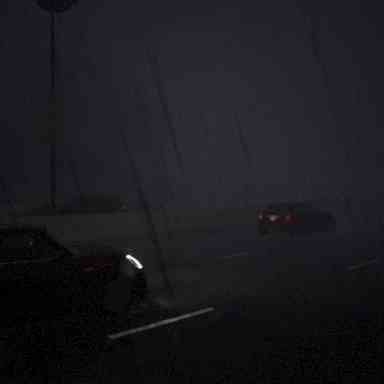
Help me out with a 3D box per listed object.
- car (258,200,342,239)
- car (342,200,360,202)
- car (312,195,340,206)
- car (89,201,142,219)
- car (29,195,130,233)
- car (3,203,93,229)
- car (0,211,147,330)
[{"bbox_3d":[5.464,1.291,17.146,4.553,1.767,2.097,0,0,-40],"label":"car"},{"bbox_3d":[23.159,1.139,47.759,4.553,1.767,2.097,0,0,-43],"label":"car"},{"bbox_3d":[19.958,1.277,49.563,5.008,1.535,1.882,0,0,-43],"label":"car"},{"bbox_3d":[-6.867,1.540,29.864,4.181,1.385,1.994,0,0,-40],"label":"car"},{"bbox_3d":[-6.922,1.216,20.811,5.566,2.045,2.150,0,0,-38],"label":"car"},{"bbox_3d":[-9.839,1.553,22.958,5.357,1.411,2.033,0,0,-37],"label":"car"},{"bbox_3d":[-3.097,1.356,5.963,4.553,1.767,2.097,0,0,-36],"label":"car"}]
